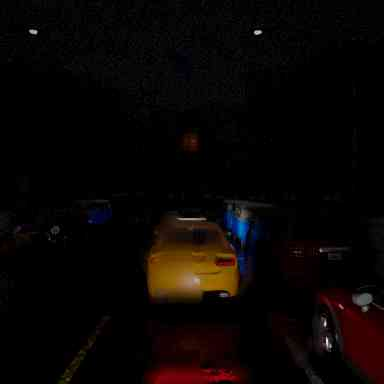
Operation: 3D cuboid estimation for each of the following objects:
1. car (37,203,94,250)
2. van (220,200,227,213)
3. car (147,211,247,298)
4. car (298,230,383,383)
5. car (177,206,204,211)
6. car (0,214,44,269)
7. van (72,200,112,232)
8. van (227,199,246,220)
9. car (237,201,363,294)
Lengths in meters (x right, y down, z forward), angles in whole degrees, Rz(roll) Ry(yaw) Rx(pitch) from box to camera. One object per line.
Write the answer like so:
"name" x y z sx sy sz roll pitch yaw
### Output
"car" -5.850 1.441 14.112 1.967 1.590 4.097 0 0 0
"van" 2.641 1.343 19.603 1.690 1.788 3.998 0 0 0
"car" 0.031 1.478 8.553 1.882 1.535 5.008 0 0 0
"car" 2.743 1.440 3.290 1.967 1.590 4.097 0 0 0
"car" -0.066 1.493 18.054 2.128 1.511 4.902 0 0 0
"car" -5.814 1.526 8.505 1.752 1.417 4.829 0 0 0
"van" -5.884 1.343 19.550 1.690 1.788 3.998 0 0 0
"van" 2.675 1.342 14.165 1.690 1.788 3.998 0 0 0
"car" 2.709 1.315 8.728 2.192 1.841 5.009 0 0 0
